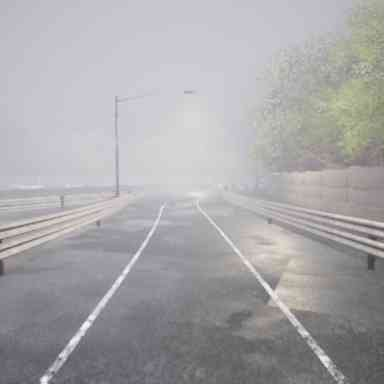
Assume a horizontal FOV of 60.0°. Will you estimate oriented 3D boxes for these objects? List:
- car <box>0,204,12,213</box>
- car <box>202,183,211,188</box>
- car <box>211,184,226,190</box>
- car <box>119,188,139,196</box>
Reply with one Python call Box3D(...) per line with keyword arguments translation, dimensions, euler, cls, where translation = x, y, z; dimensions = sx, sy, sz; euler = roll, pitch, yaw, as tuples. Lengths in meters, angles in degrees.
Box3D(translation=(-16.368, 1.036, 26.158), dimensions=(1.994, 1.385, 4.181), euler=(1, 2, 23), cls="car")
Box3D(translation=(4.255, -1.804, 92.301), dimensions=(1.882, 1.535, 5.008), euler=(1, 2, 23), cls="car")
Box3D(translation=(6.792, -1.303, 80.514), dimensions=(1.812, 1.442, 4.674), euler=(1, 2, 23), cls="car")
Box3D(translation=(-9.833, 0.022, 50.637), dimensions=(1.994, 1.385, 4.181), euler=(1, 2, 23), cls="car")
